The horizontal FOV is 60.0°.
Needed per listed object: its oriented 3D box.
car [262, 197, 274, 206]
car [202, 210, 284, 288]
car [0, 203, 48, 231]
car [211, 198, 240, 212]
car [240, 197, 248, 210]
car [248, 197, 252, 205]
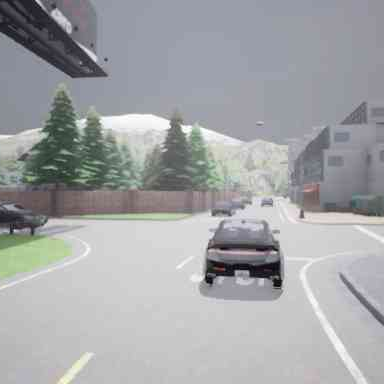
[{"bbox_3d":[12.305,1.574,54.218,2.033,1.411,5.357,0,0,14],"label":"car"},{"bbox_3d":[1.451,1.495,9.343,2.128,1.511,4.902,0,0,10],"label":"car"},{"bbox_3d":[-10.548,1.340,18.934,4.674,1.442,1.812,0,0,13],"label":"car"},{"bbox_3d":[3.161,1.558,32.326,2.033,1.411,5.357,0,0,14],"label":"car"},{"bbox_3d":[6.001,1.542,43.950,1.812,1.442,4.674,0,0,14],"label":"car"},{"bbox_3d":[9.435,1.587,57.889,1.994,1.385,4.181,0,0,14],"label":"car"}]
